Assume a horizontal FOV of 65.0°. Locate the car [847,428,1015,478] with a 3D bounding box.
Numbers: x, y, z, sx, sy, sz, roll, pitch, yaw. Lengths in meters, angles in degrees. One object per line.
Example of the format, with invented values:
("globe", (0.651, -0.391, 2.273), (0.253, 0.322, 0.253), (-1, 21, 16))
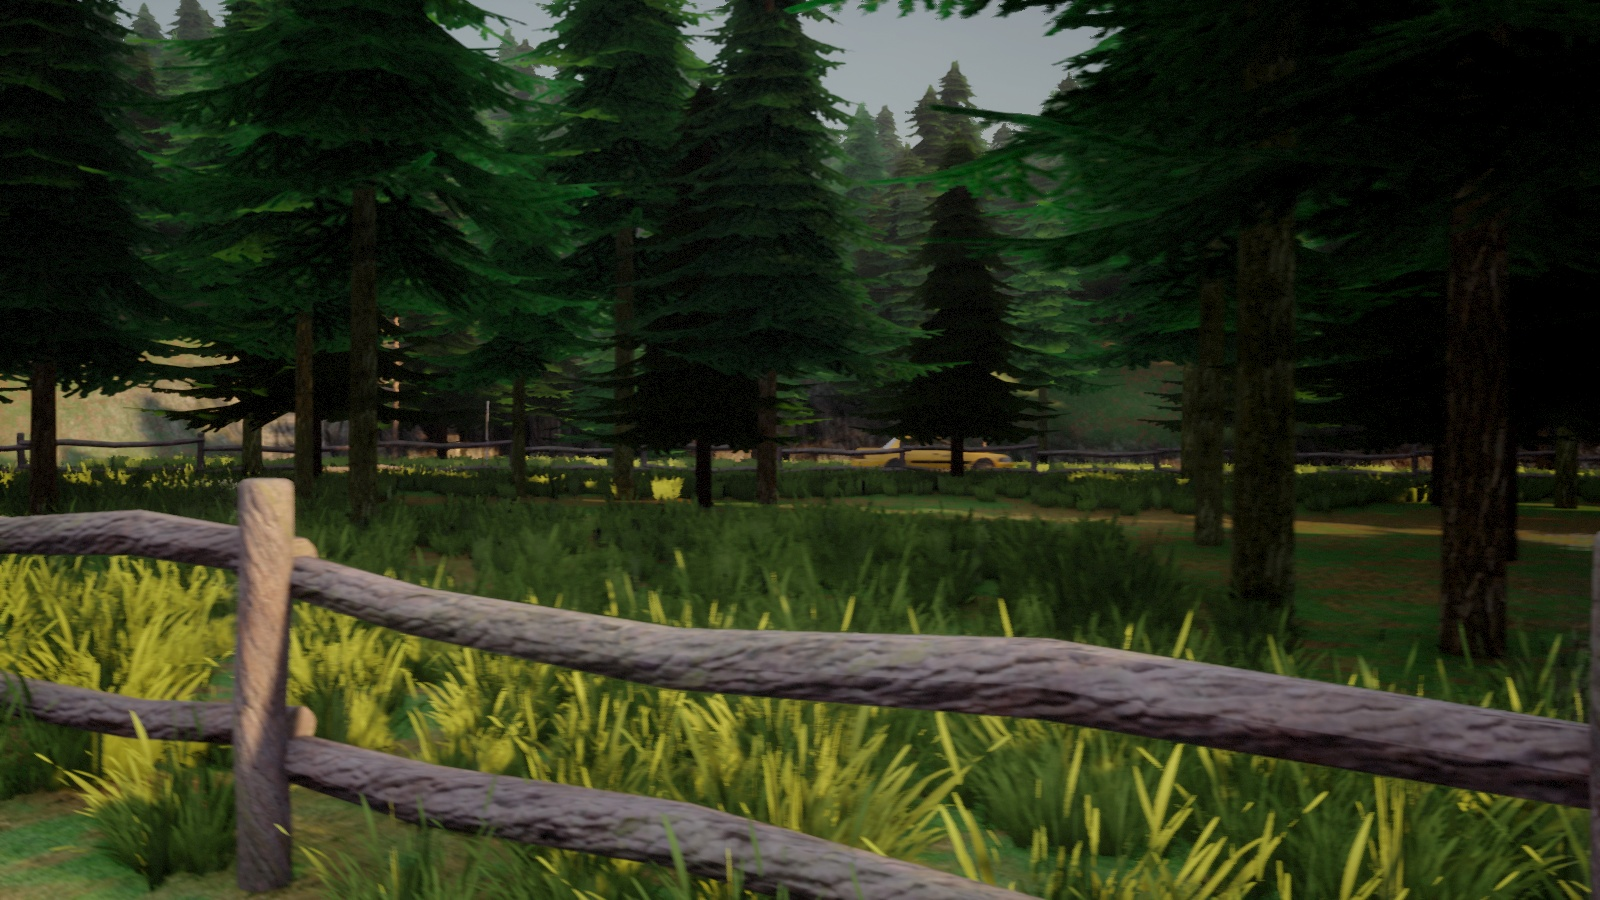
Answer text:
("car", (4.332, 0.086, 41.933), (5.366, 1.575, 1.801), (-1, 1, -3))
